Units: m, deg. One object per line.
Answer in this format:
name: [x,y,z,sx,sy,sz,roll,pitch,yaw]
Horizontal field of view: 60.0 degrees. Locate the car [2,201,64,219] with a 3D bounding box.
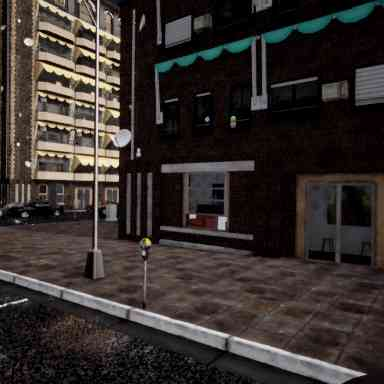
car: [-14.700,1.603,31.520,1.882,1.535,5.008,1,1,36]

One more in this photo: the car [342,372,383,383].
car: [2.655,1.551,1.120,4.403,1.369,2.008,0,1,36]

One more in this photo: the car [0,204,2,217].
car: [-17.466,1.624,32.144,2.008,1.369,4.403,1,0,36]

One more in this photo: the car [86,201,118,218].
car: [-7.443,1.824,31.616,1.947,1.339,4.313,1,0,36]
